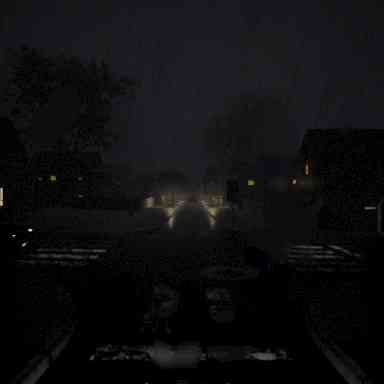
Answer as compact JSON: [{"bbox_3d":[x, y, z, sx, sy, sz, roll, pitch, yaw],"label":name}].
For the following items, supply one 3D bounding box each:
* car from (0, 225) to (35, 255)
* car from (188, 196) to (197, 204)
[{"bbox_3d":[-7.972,1.440,11.220,4.718,1.301,1.895,1,1,-7],"label":"car"},{"bbox_3d":[0.050,1.597,68.912,1.882,1.535,5.008,0,0,0],"label":"car"}]
